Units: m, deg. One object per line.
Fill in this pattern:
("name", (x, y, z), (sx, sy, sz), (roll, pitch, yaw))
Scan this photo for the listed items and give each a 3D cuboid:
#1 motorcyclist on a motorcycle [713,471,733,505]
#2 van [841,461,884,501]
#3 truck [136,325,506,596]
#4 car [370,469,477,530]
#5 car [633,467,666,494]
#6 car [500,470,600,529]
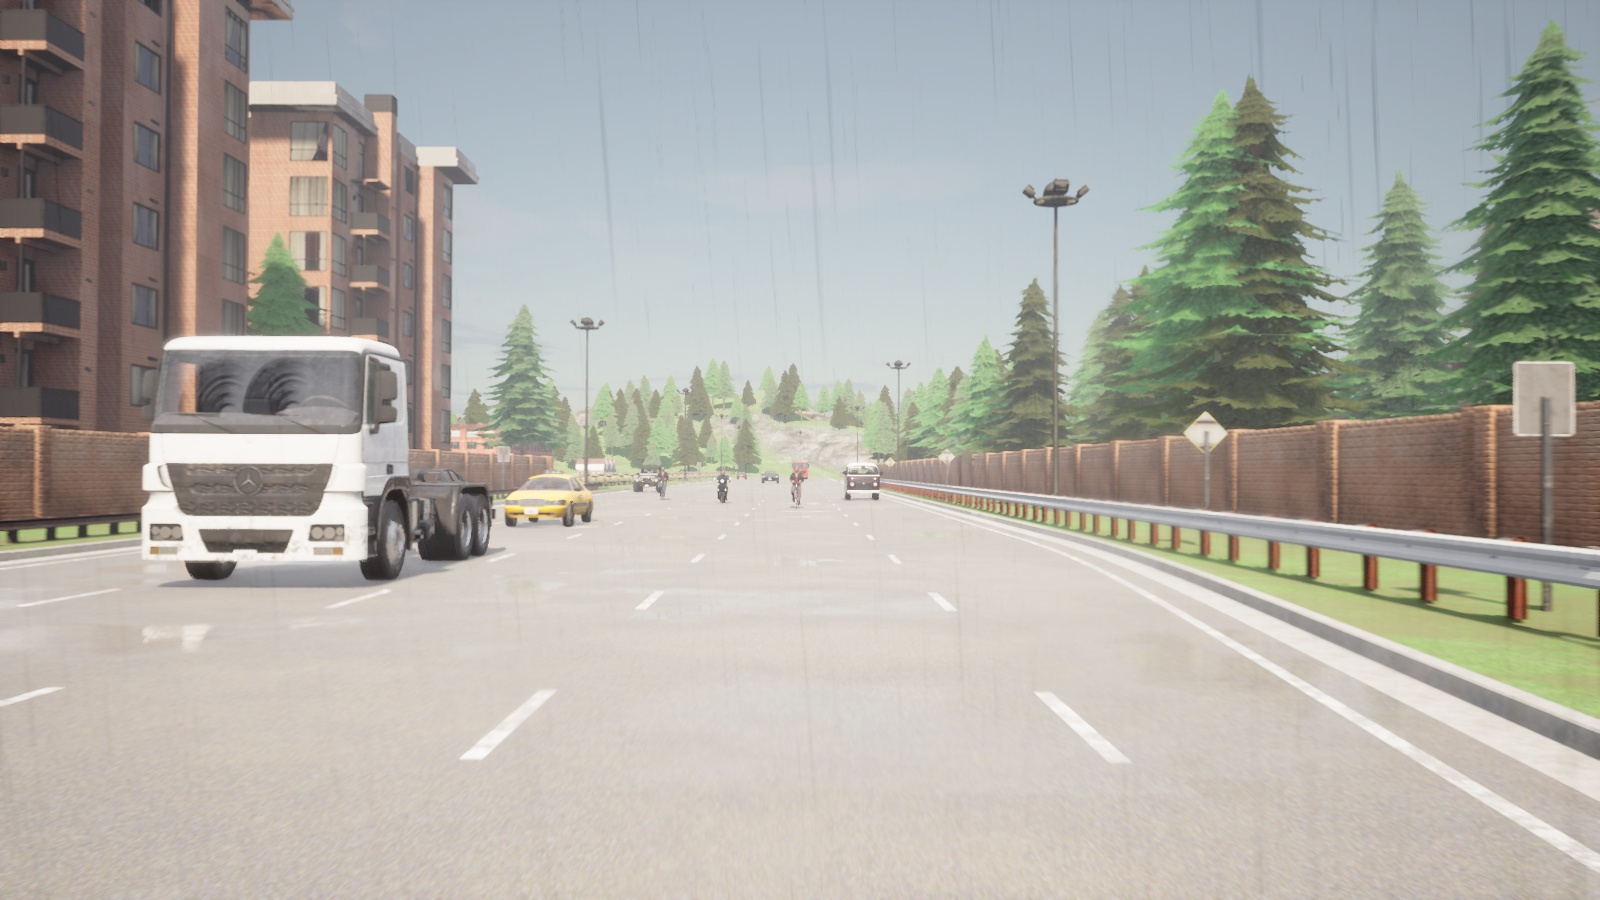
("motorcyclist on a motorcycle", (-3.645, 1.778, 59.516), (0.866, 1.590, 1.817), (0, -1, 0))
("van", (3.335, 1.657, 67.703), (2.069, 2.038, 4.480), (0, -1, 0))
("truck", (-7.053, 0.196, 20.032), (2.891, 3.462, 7.936), (0, -1, 0))
("car", (-10.587, 1.350, 35.572), (1.851, 1.617, 3.988), (0, -1, 0))
("car", (-10.718, 2.151, 89.586), (1.905, 1.878, 3.866), (0, -1, 0))
("car", (-7.088, 1.392, 36.125), (1.801, 1.575, 5.366), (0, -2, 0))
